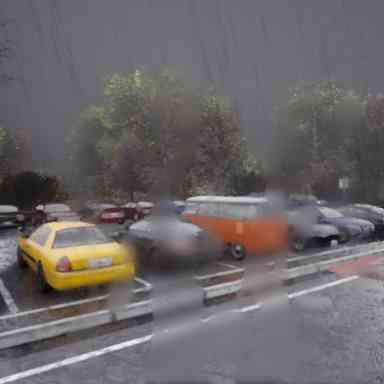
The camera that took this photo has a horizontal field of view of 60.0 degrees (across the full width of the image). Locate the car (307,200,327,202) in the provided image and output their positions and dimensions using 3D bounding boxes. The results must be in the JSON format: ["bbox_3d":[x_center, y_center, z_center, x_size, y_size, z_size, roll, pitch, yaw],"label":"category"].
[{"bbox_3d":[8.195,1.355,17.023,2.002,1.452,4.674,-1,0,-36],"label":"car"}]

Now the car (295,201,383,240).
[{"bbox_3d":[5.900,1.378,15.375,2.002,1.452,4.674,-1,0,-36],"label":"car"}]

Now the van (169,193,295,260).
[{"bbox_3d":[1.247,1.159,12.162,1.878,1.987,4.442,-1,0,-36],"label":"van"}]

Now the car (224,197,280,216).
[{"bbox_3d":[5.354,1.265,30.484,2.231,1.521,4.892,-1,0,-36],"label":"car"}]

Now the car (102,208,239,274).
[{"bbox_3d":[-0.974,1.448,10.414,2.002,1.452,4.674,-1,0,-36],"label":"car"}]

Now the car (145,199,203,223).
[{"bbox_3d":[-1.508,1.336,25.519,2.097,1.535,5.008,-1,0,-36],"label":"car"}]

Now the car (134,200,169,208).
[{"bbox_3d":[-3.799,1.359,23.868,2.097,1.535,5.008,-1,0,-36],"label":"car"}]

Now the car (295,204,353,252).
[{"bbox_3d":[3.626,1.391,13.697,2.163,1.488,4.792,-1,0,-36],"label":"car"}]

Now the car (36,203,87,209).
[{"bbox_3d":[-8.487,1.407,20.500,2.097,1.535,5.008,-1,0,-36],"label":"car"}]

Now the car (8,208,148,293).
[{"bbox_3d":[-3.376,1.428,8.915,1.946,1.575,5.366,-1,0,-36],"label":"car"}]

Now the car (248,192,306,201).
[{"bbox_3d":[7.563,0.988,32.034,2.435,2.045,5.566,-1,0,-36],"label":"car"}]

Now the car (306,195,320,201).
[{"bbox_3d":[12.273,1.050,35.385,2.185,1.767,4.553,0,0,-36],"label":"car"}]

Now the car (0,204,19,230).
[{"bbox_3d":[-10.772,1.430,18.842,2.097,1.535,5.008,-1,0,-36],"label":"car"}]

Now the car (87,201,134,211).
[{"bbox_3d":[-6.110,1.412,22.244,2.163,1.488,4.792,-1,0,-36],"label":"car"}]

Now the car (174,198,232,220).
[{"bbox_3d":[0.782,1.314,27.171,2.231,1.521,4.892,-1,0,-36],"label":"car"}]
